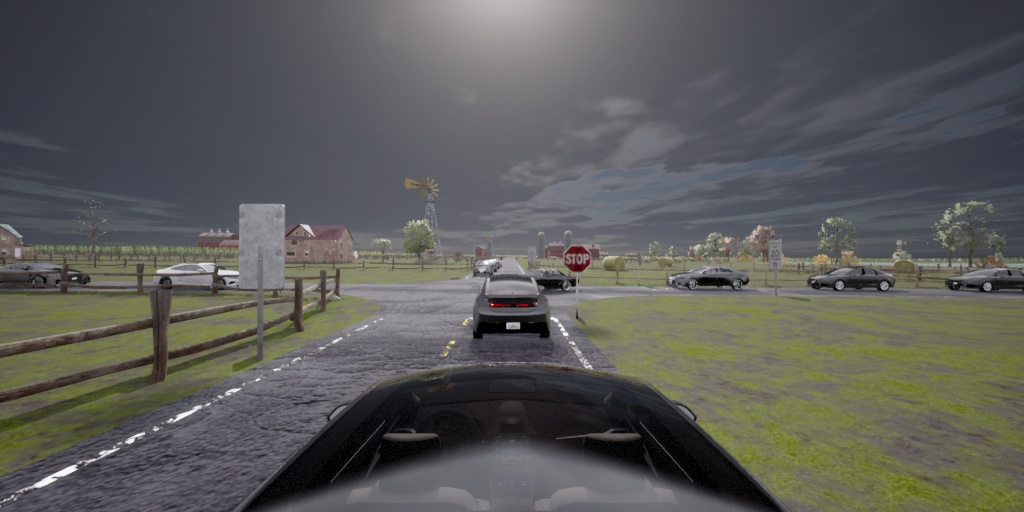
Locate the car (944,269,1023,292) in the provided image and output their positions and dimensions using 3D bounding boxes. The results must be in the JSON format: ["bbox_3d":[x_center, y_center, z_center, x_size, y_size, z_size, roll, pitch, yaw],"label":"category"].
[{"bbox_3d":[31.689,1.586,23.716,4.892,1.490,1.837,1,-1,-1],"label":"car"}]

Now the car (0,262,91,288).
[{"bbox_3d":[-26.374,1.047,19.950,4.181,1.385,1.994,1,-1,-1],"label":"car"}]

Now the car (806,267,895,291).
[{"bbox_3d":[22.187,1.498,23.589,4.892,1.490,1.837,1,-1,-1],"label":"car"}]

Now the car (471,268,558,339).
[{"bbox_3d":[-0.079,1.256,10.131,1.837,1.490,4.892,0,0,-2],"label":"car"}]

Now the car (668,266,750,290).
[{"bbox_3d":[12.785,1.395,23.413,4.902,1.511,2.128,1,-1,-2],"label":"car"}]

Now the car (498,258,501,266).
[{"bbox_3d":[-2.878,1.239,46.262,2.128,1.511,4.902,0,0,0],"label":"car"}]

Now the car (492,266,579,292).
[{"bbox_3d":[1.488,1.368,20.178,4.718,1.301,1.895,1,0,-35],"label":"car"}]

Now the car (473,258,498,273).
[{"bbox_3d":[-2.880,1.241,36.816,2.128,1.511,4.902,0,0,0],"label":"car"}]

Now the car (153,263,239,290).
[{"bbox_3d":[-17.254,1.102,20.077,4.674,1.442,1.812,1,-1,-1],"label":"car"}]
